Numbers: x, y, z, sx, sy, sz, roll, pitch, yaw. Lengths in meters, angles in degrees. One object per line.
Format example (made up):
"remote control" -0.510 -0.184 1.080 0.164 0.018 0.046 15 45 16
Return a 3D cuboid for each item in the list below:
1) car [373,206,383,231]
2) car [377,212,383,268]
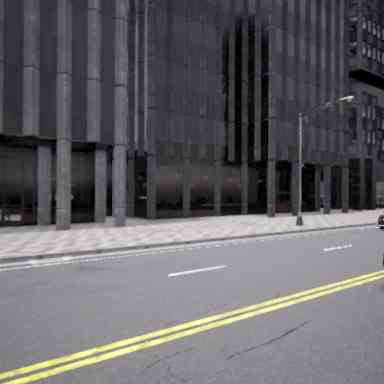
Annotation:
"car" 13.916 1.665 21.586 4.892 1.490 1.837 0 0 -35
"car" 7.055 1.293 8.467 5.566 2.045 2.150 0 0 -35
